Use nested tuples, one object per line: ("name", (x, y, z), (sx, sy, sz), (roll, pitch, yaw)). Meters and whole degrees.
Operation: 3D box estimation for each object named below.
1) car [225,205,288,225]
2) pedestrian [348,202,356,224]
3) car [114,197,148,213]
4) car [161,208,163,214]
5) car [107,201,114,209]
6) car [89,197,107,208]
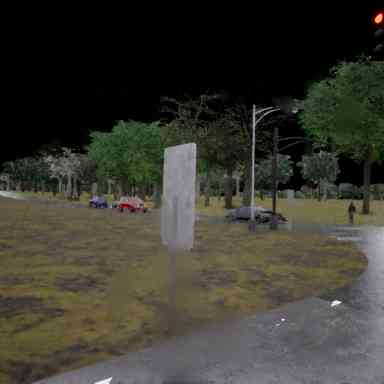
("car", (4.926, 1.771, 26.478), (2.033, 1.411, 5.357), (3, -2, -36))
("pedestrian", (13.340, 1.718, 27.808), (0.375, 1.860, 0.375), (2, -1, -36))
("car", (-7.953, 1.680, 44.416), (2.150, 2.045, 5.566), (3, -2, -35))
("car", (-1.573, 1.923, 35.490), (1.994, 1.385, 4.181), (3, -2, -37))
("car", (-12.295, 2.189, 56.733), (1.837, 1.490, 4.892), (3, -2, -36))
("car", (-18.385, 1.964, 65.212), (2.150, 2.045, 5.566), (3, -2, -36))
